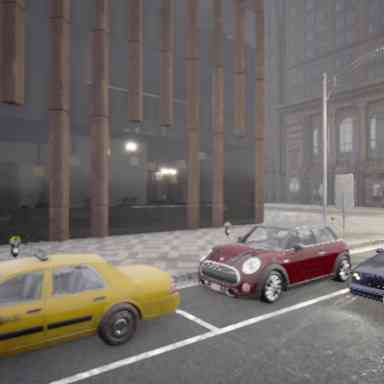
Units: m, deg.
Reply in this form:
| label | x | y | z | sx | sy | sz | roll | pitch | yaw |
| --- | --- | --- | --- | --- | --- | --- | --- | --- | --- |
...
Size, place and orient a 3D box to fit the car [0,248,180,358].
| label | x | y | z | sx | sy | sz | roll | pitch | yaw |
| --- | --- | --- | --- | --- | --- | --- | --- | --- | --- |
| car | -2.481 | 1.562 | 4.867 | 4.829 | 1.417 | 1.752 | 0 | 0 | -36 |

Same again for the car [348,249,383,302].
| label | x | y | z | sx | sy | sz | roll | pitch | yaw |
| --- | --- | --- | --- | --- | --- | --- | --- | --- | --- |
| car | 5.748 | 1.592 | 7.582 | 5.357 | 1.411 | 2.033 | 0 | 0 | -36 |

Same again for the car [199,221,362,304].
| label | x | y | z | sx | sy | sz | roll | pitch | yaw |
| --- | --- | --- | --- | --- | --- | --- | --- | --- | --- |
| car | 2.114 | 1.494 | 8.232 | 4.097 | 1.590 | 1.967 | 0 | 0 | -36 |
